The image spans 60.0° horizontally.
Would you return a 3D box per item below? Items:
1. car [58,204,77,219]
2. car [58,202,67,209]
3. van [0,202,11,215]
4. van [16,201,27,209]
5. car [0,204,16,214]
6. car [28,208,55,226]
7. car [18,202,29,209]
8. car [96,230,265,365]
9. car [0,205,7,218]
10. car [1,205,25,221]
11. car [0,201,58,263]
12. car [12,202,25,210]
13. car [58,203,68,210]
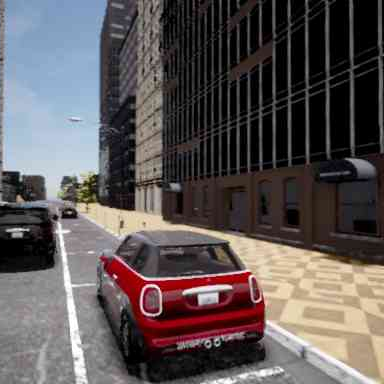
[{"bbox_3d":[-14.516,2.410,39.260,1.947,1.339,4.313,1,-2,-22],"label":"car"},{"bbox_3d":[-29.727,3.130,76.263,1.752,1.417,4.829,1,-2,-22],"label":"car"},{"bbox_3d":[-26.598,2.286,46.621,1.690,1.788,3.998,1,-2,-22],"label":"van"},{"bbox_3d":[-37.417,2.825,72.940,1.690,1.788,3.998,1,-2,-22],"label":"van"},{"bbox_3d":[-28.764,2.636,51.879,1.802,1.307,4.206,1,-2,-22],"label":"car"},{"bbox_3d":[-13.658,2.190,30.350,2.033,1.411,5.357,1,-1,-22],"label":"car"},{"bbox_3d":[-39.583,3.156,78.198,1.947,1.339,4.313,1,-2,-22],"label":"car"},{"bbox_3d":[-0.583,1.510,6.477,2.097,1.767,4.553,1,-1,-22],"label":"car"},{"bbox_3d":[-24.436,2.381,41.352,1.887,1.381,4.507,1,-2,-22],"label":"car"},{"bbox_3d":[-19.677,2.263,36.718,1.837,1.490,4.892,1,-2,-22],"label":"car"},{"bbox_3d":[-6.485,1.497,12.913,2.150,2.045,5.566,1,-1,-22],"label":"car"},{"bbox_3d":[-35.254,2.817,67.673,1.967,1.590,4.097,1,-2,-22],"label":"car"},{"bbox_3d":[-27.499,3.076,70.840,1.802,1.307,4.206,1,-2,-22],"label":"car"}]
